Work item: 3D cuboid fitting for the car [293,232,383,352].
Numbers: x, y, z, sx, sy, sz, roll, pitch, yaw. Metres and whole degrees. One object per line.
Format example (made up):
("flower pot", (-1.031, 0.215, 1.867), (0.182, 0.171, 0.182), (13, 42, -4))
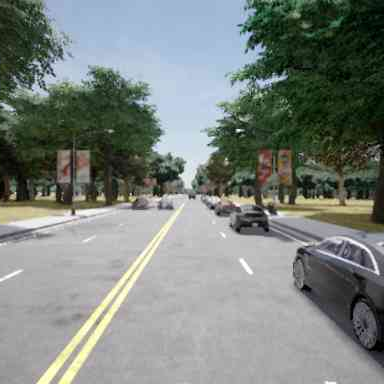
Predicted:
("car", (3.350, 1.487, 6.119), (2.128, 1.511, 4.902), (0, 0, 0))

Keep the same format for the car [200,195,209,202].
("car", (3.257, 1.621, 87.292), (2.033, 1.649, 4.856), (0, 0, 0))

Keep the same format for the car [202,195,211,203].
("car", (3.256, 1.600, 76.481), (1.801, 1.575, 5.366), (0, 0, 0))

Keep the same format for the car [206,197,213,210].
("car", (3.253, 1.619, 43.321), (1.895, 1.301, 4.718), (0, 0, 0))

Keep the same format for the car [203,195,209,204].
("car", (3.254, 1.660, 54.320), (1.895, 1.301, 4.718), (0, 0, 0))

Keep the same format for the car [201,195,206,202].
("car", (3.256, 1.648, 65.291), (2.033, 1.411, 5.357), (0, 0, 0))

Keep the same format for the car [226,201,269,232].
("car", (3.351, 1.494, 20.065), (1.837, 1.490, 4.892), (0, 0, 0))

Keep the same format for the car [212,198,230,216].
("car", (3.253, 1.516, 32.289), (1.812, 1.442, 4.674), (0, 0, 0))

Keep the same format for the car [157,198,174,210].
("car", (-3.333, 1.507, 42.719), (2.128, 1.511, 4.902), (0, 0, 0))

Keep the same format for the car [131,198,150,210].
("car", (-6.579, 1.522, 42.759), (1.837, 1.490, 4.892), (0, -1, 0))
